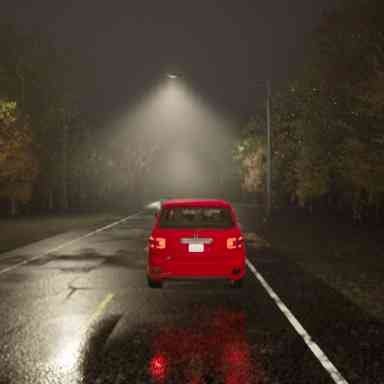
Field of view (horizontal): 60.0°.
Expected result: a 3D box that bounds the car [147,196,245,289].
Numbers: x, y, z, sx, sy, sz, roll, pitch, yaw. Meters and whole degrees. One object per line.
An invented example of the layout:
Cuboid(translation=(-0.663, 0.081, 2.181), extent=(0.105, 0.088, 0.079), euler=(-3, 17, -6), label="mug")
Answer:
Cuboid(translation=(0.096, 1.183, 9.227), extent=(2.150, 2.045, 5.566), euler=(0, 0, 0), label="car")

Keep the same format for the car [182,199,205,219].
Cuboid(translation=(0.102, 1.406, 28.990), extent=(1.812, 1.442, 4.674), euler=(0, 0, 0), label="car")

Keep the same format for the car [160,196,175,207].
Cuboid(translation=(-3.547, 1.327, 48.193), extent=(1.812, 1.442, 4.674), euler=(0, 0, 0), label="car")
